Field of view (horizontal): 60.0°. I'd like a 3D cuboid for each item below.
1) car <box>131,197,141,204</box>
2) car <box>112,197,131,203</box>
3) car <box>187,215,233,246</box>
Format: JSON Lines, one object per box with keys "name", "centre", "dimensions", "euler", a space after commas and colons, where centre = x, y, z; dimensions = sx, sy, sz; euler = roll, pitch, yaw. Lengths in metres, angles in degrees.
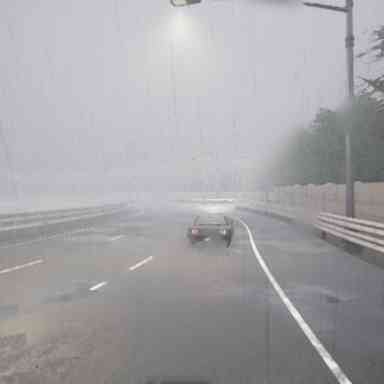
{"name": "car", "centre": [-14.989, 2.330, 86.705], "dimensions": [2.128, 1.511, 4.902], "euler": [0, -1, -32]}
{"name": "car", "centre": [-18.077, 2.342, 85.060], "dimensions": [1.994, 1.385, 4.181], "euler": [0, -1, -32]}
{"name": "car", "centre": [1.055, 1.756, 16.275], "dimensions": [1.895, 1.301, 4.718], "euler": [0, -1, 9]}
